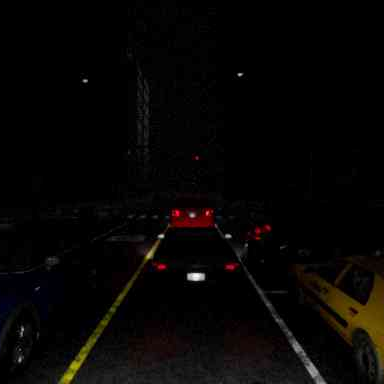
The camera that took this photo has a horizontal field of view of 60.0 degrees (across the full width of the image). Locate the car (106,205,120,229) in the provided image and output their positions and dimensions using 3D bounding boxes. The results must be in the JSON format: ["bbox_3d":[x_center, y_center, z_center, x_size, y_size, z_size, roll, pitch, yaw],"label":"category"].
[{"bbox_3d":[-5.737,1.432,21.032,1.752,1.417,4.829,0,0,0],"label":"car"}]

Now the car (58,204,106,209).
[{"bbox_3d":[-5.744,1.370,15.745,1.967,1.590,4.097,0,0,0],"label":"car"}]

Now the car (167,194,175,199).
[{"bbox_3d":[-5.646,1.178,91.235,2.008,1.369,4.403,0,0,0],"label":"car"}]

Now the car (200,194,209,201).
[{"bbox_3d":[2.858,1.233,74.911,1.887,1.381,4.507,0,0,0],"label":"car"}]

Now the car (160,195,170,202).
[{"bbox_3d":[-5.674,1.292,69.485,1.802,1.307,4.206,0,0,0],"label":"car"}]

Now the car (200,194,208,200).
[{"bbox_3d":[2.865,1.213,80.349,1.887,1.381,4.507,0,0,0],"label":"car"}]

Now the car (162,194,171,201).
[{"bbox_3d":[-5.667,1.215,74.752,1.752,1.417,4.829,0,0,0],"label":"car"}]

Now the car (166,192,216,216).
[{"bbox_3d":[0.026,1.142,17.830,2.150,2.045,5.566,0,0,0],"label":"car"}]

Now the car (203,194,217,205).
[{"bbox_3d":[2.830,1.214,53.161,1.967,1.590,4.097,0,0,0],"label":"car"}]

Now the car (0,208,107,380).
[{"bbox_3d":[-3.090,1.327,5.454,2.097,1.767,4.553,0,0,0],"label":"car"}]

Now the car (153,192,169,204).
[{"bbox_3d":[-5.689,1.067,58.609,2.192,1.841,5.009,0,0,0],"label":"car"}]

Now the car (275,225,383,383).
[{"bbox_3d":[2.767,1.502,4.993,1.752,1.417,4.829,0,0,0],"label":"car"}]

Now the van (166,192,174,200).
[{"bbox_3d":[-5.653,0.989,85.797,1.690,1.788,3.998,0,0,0],"label":"van"}]

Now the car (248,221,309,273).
[{"bbox_3d":[2.774,1.520,10.279,1.947,1.339,4.313,0,0,0],"label":"car"}]

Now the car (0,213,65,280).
[{"bbox_3d":[-5.751,1.499,10.288,1.887,1.381,4.507,0,0,0],"label":"car"}]

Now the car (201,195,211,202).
[{"bbox_3d":[2.851,1.260,69.473,2.008,1.369,4.403,0,0,0],"label":"car"}]

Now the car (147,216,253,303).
[{"bbox_3d":[0.071,1.527,8.169,1.994,1.385,4.181,0,0,0],"label":"car"}]
